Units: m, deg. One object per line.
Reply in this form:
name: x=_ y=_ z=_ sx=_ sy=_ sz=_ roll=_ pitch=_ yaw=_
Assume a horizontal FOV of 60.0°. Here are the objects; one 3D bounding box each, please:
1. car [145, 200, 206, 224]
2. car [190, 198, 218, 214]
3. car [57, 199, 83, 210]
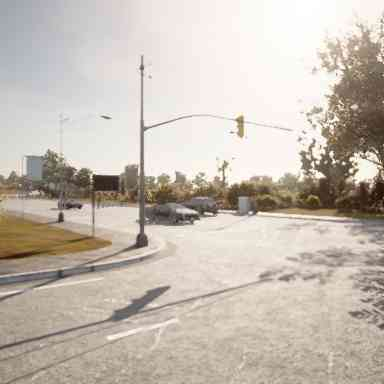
car: x=-1.619 y=1.550 z=25.233 sx=2.033 sy=1.411 sz=5.357 roll=0 pitch=0 yaw=-39
car: x=0.525 y=1.356 z=33.910 sx=2.097 sy=1.767 sz=4.553 roll=0 pitch=0 yaw=-39
car: x=-15.709 y=1.602 z=42.833 sx=1.895 sy=1.301 sz=4.718 roll=0 pitch=0 yaw=-38
